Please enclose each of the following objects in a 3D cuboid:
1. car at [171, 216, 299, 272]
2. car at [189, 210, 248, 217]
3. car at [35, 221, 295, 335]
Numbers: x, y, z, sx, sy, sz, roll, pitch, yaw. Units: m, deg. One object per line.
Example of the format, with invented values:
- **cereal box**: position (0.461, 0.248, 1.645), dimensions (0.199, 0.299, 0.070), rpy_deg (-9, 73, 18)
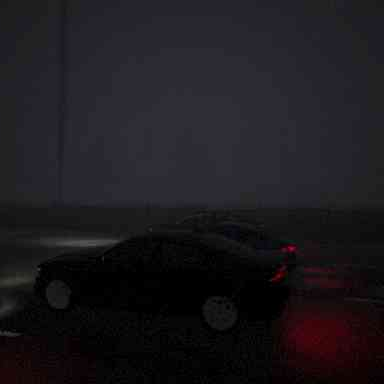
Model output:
- **car**: position (0.931, 1.577, 9.693), dimensions (4.181, 1.385, 1.994), rpy_deg (0, 0, 17)
- **car**: position (0.549, 1.509, 13.483), dimensions (4.902, 1.511, 2.128), rpy_deg (0, 0, 17)
- **car**: position (-0.656, 1.488, 6.521), dimensions (5.008, 1.535, 1.882), rpy_deg (0, 0, 17)
